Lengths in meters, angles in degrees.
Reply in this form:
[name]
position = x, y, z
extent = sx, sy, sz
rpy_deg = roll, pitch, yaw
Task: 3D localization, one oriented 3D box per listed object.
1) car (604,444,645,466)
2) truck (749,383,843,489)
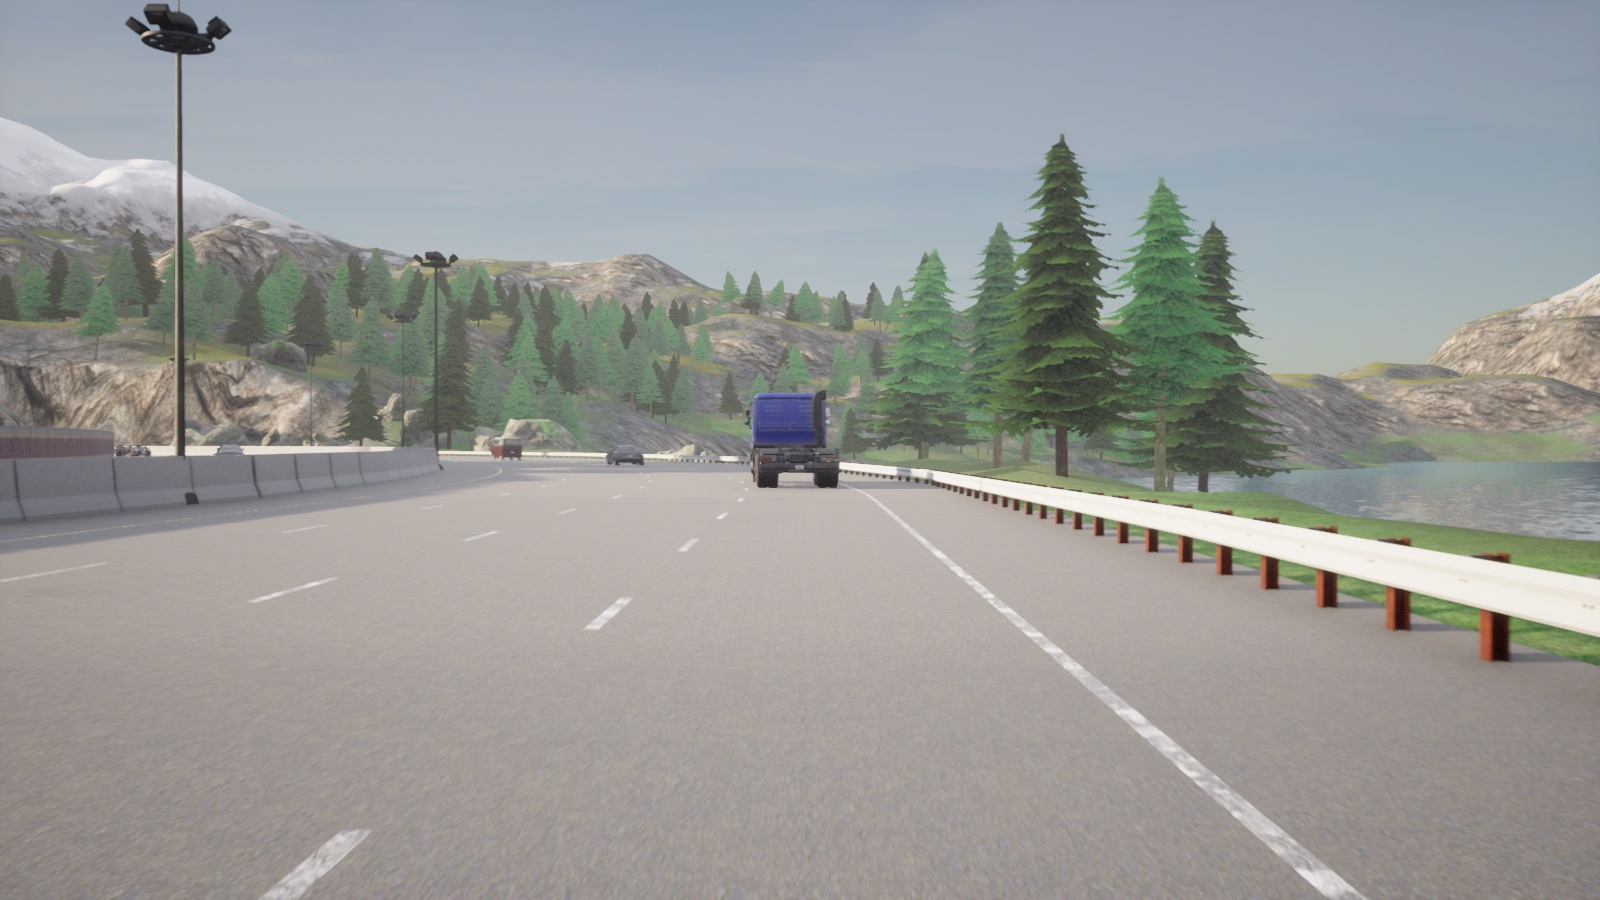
[car]
position = -11.822, 0.326, 84.208
extent = 1.994, 1.385, 4.181
rpy_deg = 0, 0, -19
[truck]
position = -0.282, -0.489, 45.033
extent = 2.891, 3.462, 7.936
rpy_deg = 0, 0, -4
